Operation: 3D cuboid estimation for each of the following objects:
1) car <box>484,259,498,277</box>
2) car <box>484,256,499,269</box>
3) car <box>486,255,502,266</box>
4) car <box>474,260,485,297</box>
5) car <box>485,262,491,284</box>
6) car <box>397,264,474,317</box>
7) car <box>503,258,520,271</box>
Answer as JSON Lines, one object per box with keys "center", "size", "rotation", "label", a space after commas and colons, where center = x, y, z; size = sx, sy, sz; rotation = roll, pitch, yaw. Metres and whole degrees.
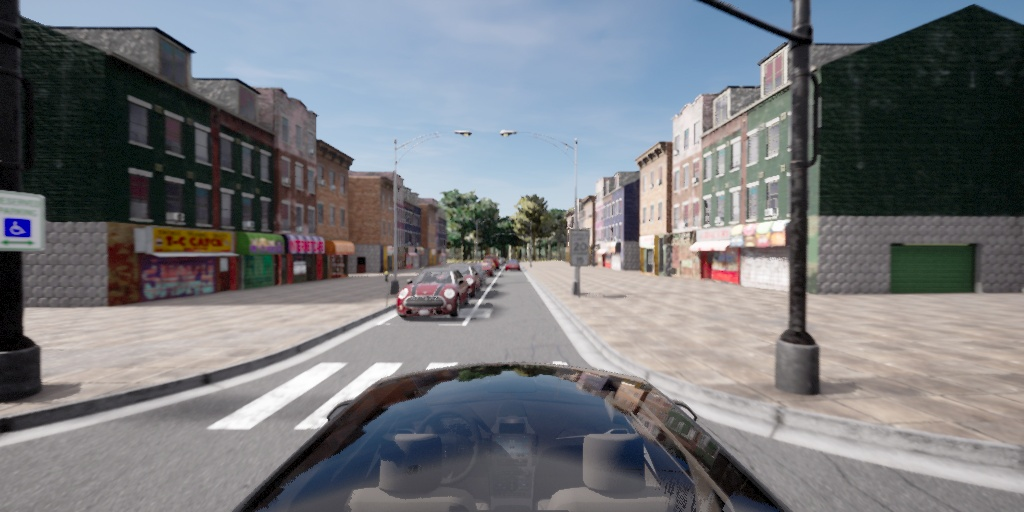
{"center": [-2.650, 1.240, 34.509], "size": [1.888, 1.381, 4.507], "rotation": [0, 0, 0], "label": "car"}
{"center": [-3.037, 1.141, 45.578], "size": [1.801, 1.575, 5.366], "rotation": [0, 0, 0], "label": "car"}
{"center": [-2.995, 0.907, 52.418], "size": [2.150, 2.045, 5.566], "rotation": [0, 0, 0], "label": "car"}
{"center": [-2.644, 1.155, 18.205], "size": [1.967, 1.591, 4.097], "rotation": [0, 0, 0], "label": "car"}
{"center": [-2.646, 1.273, 23.640], "size": [1.948, 1.339, 4.313], "rotation": [0, 0, 0], "label": "car"}
{"center": [-2.643, 1.163, 12.771], "size": [1.967, 1.591, 4.097], "rotation": [0, 0, 0], "label": "car"}
{"center": [0.092, 1.257, 47.583], "size": [1.994, 1.385, 4.181], "rotation": [0, 0, -1], "label": "car"}
